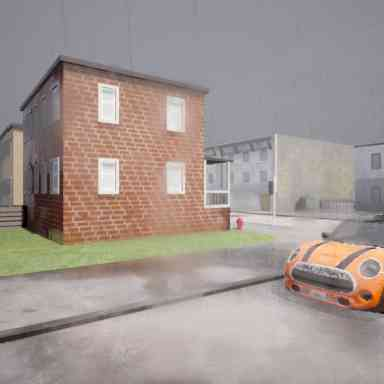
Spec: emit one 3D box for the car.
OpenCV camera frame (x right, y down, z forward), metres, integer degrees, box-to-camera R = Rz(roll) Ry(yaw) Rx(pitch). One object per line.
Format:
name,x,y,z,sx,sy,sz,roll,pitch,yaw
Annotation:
car,4.206,1.352,7.598,4.553,1.767,2.097,0,0,-35
